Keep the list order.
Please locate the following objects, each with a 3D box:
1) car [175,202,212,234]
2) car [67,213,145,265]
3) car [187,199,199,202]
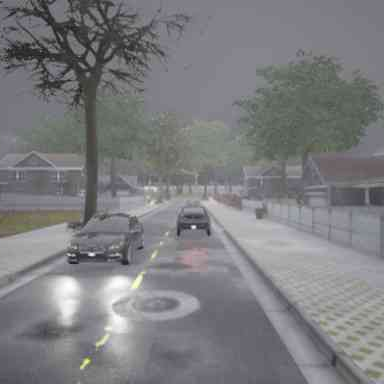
[{"bbox_3d":[0.093,1.553,19.419,1.837,1.490,4.892,0,0,0],"label":"car"},{"bbox_3d":[-2.831,1.538,11.852,1.837,1.490,4.892,0,-1,0],"label":"car"},{"bbox_3d":[0.102,1.618,41.446,2.033,1.411,5.357,0,0,0],"label":"car"}]
